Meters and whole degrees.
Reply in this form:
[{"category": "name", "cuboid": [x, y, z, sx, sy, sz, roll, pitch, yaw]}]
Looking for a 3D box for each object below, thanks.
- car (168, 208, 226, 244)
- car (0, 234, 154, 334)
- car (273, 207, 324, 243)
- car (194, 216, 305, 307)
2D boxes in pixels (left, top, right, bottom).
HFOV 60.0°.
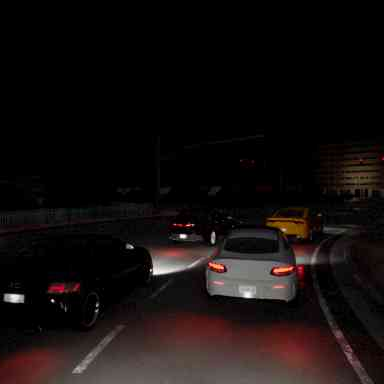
[{"category": "car", "cuboid": [0.611, 1.505, 15.397, 1.837, 1.490, 4.892, 0, 0, 23]}, {"category": "car", "cuboid": [-2.267, 1.564, 6.962, 1.994, 1.385, 4.181, 0, 0, 11]}, {"category": "car", "cuboid": [5.210, 1.478, 16.499, 1.882, 1.535, 5.008, 0, 0, 30]}, {"category": "car", "cuboid": [1.525, 1.526, 7.989, 1.812, 1.442, 4.674, 0, 0, 14]}]
